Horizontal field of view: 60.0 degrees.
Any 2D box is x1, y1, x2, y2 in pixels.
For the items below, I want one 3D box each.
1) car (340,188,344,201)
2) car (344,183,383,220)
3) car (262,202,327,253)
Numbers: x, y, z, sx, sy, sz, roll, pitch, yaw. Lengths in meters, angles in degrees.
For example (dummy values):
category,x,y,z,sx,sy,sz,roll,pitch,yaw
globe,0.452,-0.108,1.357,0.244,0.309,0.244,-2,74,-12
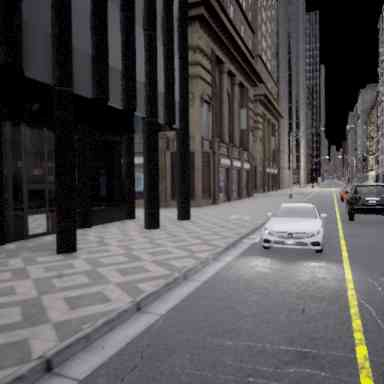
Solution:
category,x,y,z,sx,sy,sz,roll,pitch,yaw
car,17.112,-0.007,35.678,2.097,1.767,4.553,0,2,23
car,10.177,0.482,19.259,2.150,2.045,5.566,0,2,24
car,3.776,1.107,11.913,1.812,1.442,4.674,0,2,23
